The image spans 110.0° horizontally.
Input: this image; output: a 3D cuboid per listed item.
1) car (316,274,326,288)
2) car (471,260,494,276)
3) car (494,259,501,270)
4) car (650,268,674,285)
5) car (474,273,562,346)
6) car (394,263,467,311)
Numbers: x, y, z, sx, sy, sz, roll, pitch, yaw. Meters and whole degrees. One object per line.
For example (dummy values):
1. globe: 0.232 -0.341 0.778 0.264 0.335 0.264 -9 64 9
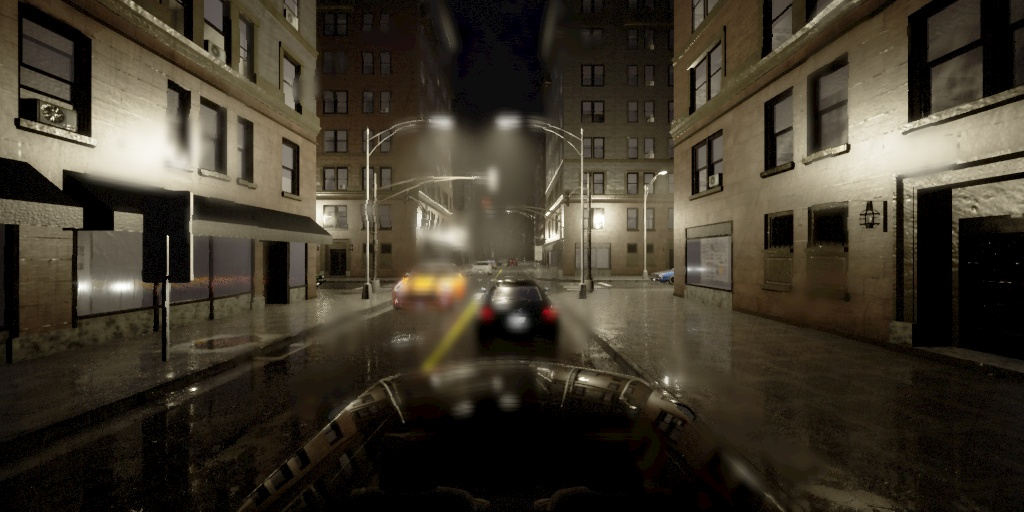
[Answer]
1. car: -14.028 1.387 21.829 4.718 1.301 1.895 0 0 0
2. car: -3.110 1.274 37.292 1.812 1.442 4.674 0 0 -1
3. car: -3.101 1.291 52.152 2.033 1.411 5.357 0 0 0
4. car: 12.613 1.260 25.119 5.357 1.411 2.033 0 0 0
5. car: 0.114 1.314 9.458 1.994 1.385 4.181 0 0 -1
6. car: -3.100 1.101 14.406 2.097 1.767 4.553 0 0 0
